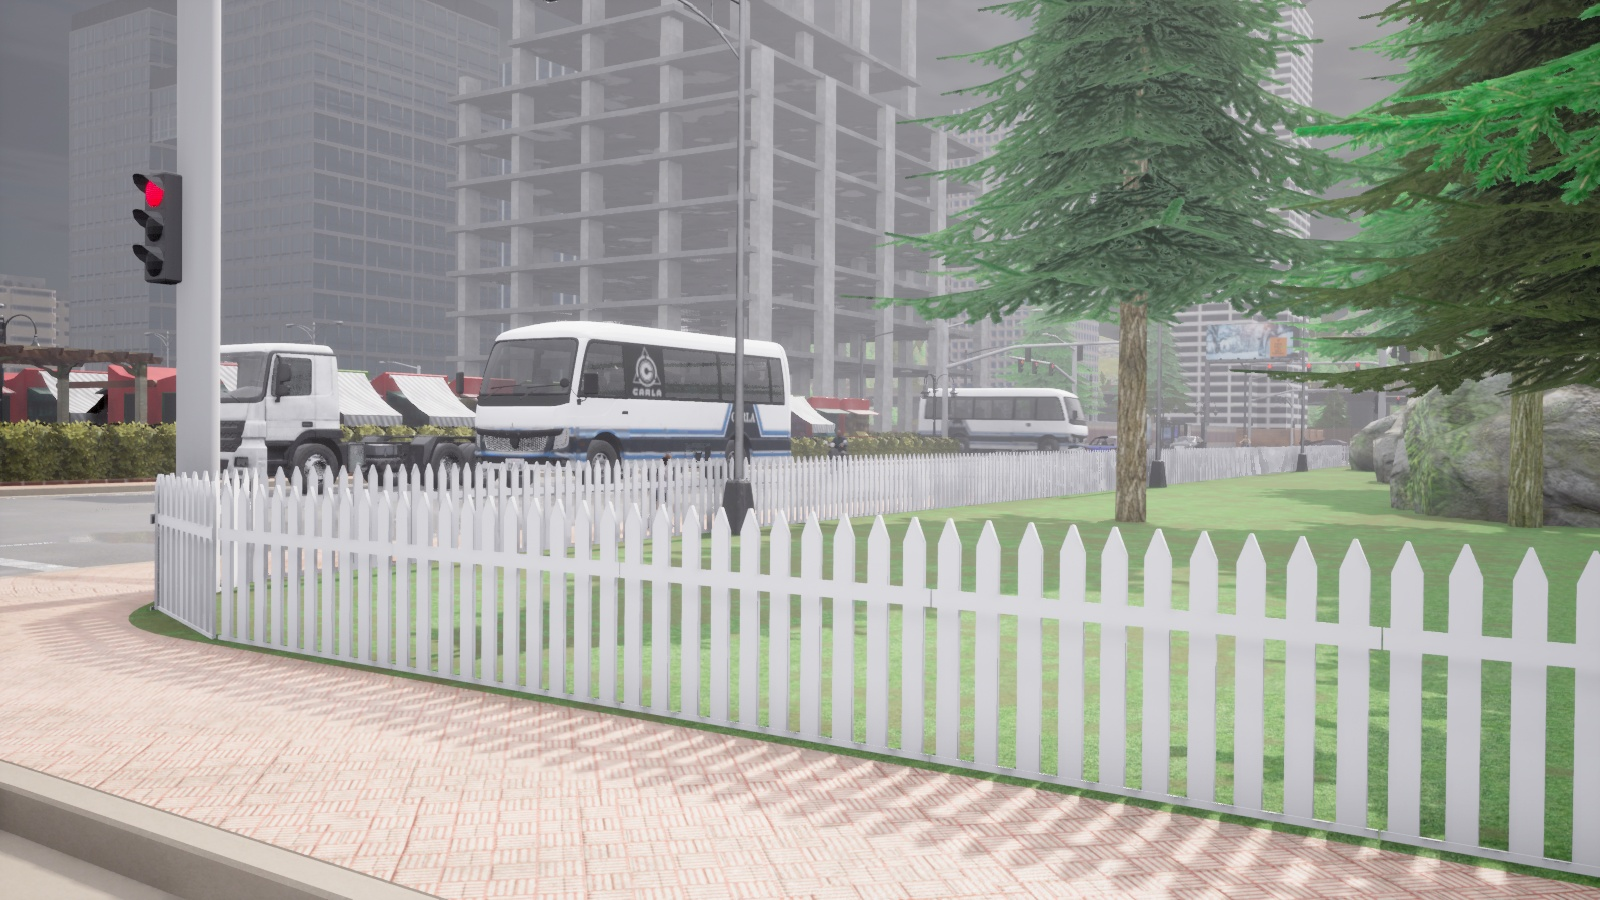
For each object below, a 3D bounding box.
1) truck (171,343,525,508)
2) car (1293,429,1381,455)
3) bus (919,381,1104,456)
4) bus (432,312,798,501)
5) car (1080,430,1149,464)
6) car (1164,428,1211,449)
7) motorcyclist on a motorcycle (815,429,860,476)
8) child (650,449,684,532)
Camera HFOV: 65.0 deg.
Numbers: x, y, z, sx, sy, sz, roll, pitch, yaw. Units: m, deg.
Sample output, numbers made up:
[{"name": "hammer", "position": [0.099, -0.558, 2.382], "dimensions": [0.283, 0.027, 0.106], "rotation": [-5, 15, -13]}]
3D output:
[{"name": "truck", "position": [-10.611, -0.571, 30.501], "dimensions": [2.891, 3.462, 7.936], "rotation": [0, 1, 32]}, {"name": "car", "position": [29.615, -0.447, 69.260], "dimensions": [4.181, 1.385, 1.994], "rotation": [0, 1, 32]}, {"name": "bus", "position": [12.719, -1.835, 75.916], "dimensions": [10.273, 4.253, 3.944], "rotation": [0, 0, 31]}, {"name": "bus", "position": [-4.467, -1.065, 33.699], "dimensions": [3.944, 4.253, 10.273], "rotation": [0, 1, 32]}, {"name": "car", "position": [14.279, -0.162, 56.946], "dimensions": [1.816, 1.474, 4.193], "rotation": [0, 1, 32]}, {"name": "car", "position": [28.794, -0.845, 93.194], "dimensions": [2.128, 1.511, 4.902], "rotation": [0, 1, 32]}, {"name": "motorcyclist on a motorcycle", "position": [1.302, 0.082, 43.288], "dimensions": [0.866, 1.590, 1.817], "rotation": [0, 1, 26]}, {"name": "child", "position": [-1.826, 0.551, 17.236], "dimensions": [0.255, 1.110, 0.394], "rotation": [0, 1, 32]}]
